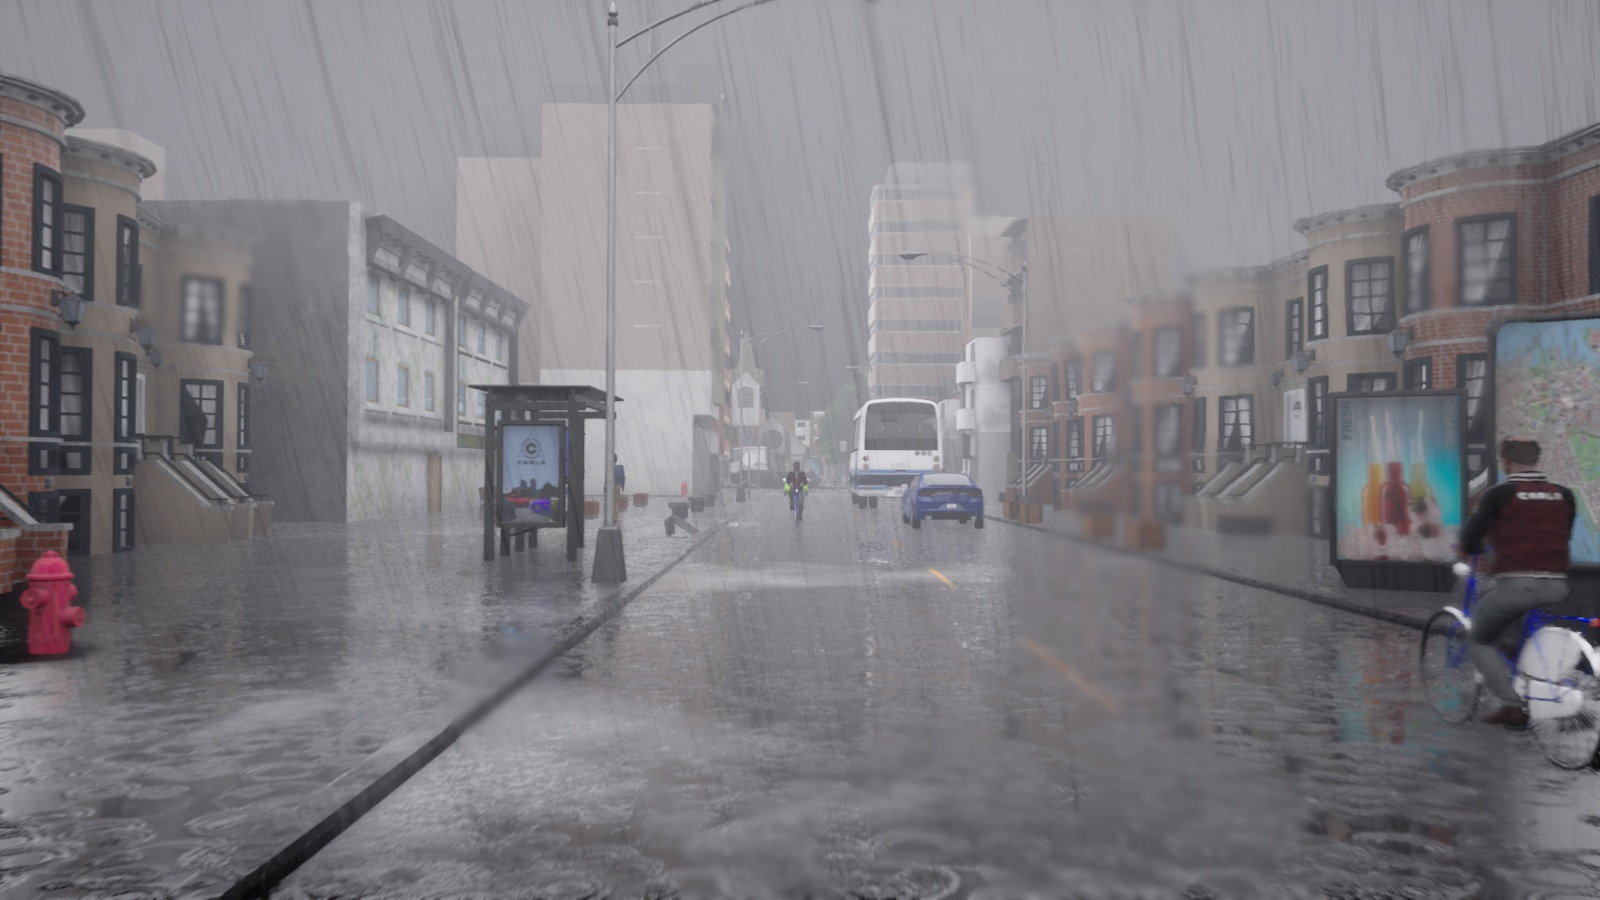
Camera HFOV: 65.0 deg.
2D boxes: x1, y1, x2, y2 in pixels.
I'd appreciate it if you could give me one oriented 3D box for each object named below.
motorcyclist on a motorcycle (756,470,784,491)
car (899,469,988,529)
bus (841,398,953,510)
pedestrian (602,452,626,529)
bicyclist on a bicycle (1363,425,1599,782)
[{"bbox_3d":[-2.249,2.286,94.763,0.866,1.530,2.191,-1,0,-42],"label":"motorcyclist on a motorcycle"},{"bbox_3d":[3.911,1.300,34.918,1.882,1.535,5.008,0,-1,0],"label":"car"},{"bbox_3d":[3.843,0.217,52.893,3.944,4.253,10.273,0,-1,0],"label":"bus"},{"bbox_3d":[-4.785,1.027,32.223,0.423,1.949,0.788,0,-1,-23],"label":"pedestrian"},{"bbox_3d":[3.975,0.775,7.189,0.659,1.776,1.843,0,-1,0],"label":"bicyclist on a bicycle"}]
